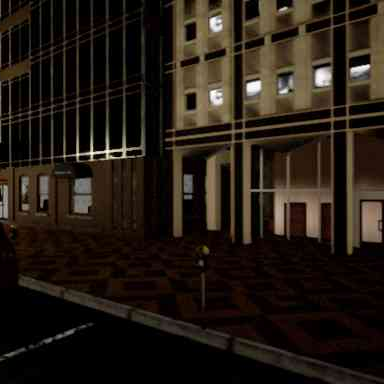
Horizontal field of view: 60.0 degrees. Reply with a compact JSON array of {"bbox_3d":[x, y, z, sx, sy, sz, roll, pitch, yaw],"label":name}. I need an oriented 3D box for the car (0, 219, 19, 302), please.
[{"bbox_3d":[-5.560,1.308,6.839,5.009,1.841,2.192,0,0,35],"label":"car"}]
